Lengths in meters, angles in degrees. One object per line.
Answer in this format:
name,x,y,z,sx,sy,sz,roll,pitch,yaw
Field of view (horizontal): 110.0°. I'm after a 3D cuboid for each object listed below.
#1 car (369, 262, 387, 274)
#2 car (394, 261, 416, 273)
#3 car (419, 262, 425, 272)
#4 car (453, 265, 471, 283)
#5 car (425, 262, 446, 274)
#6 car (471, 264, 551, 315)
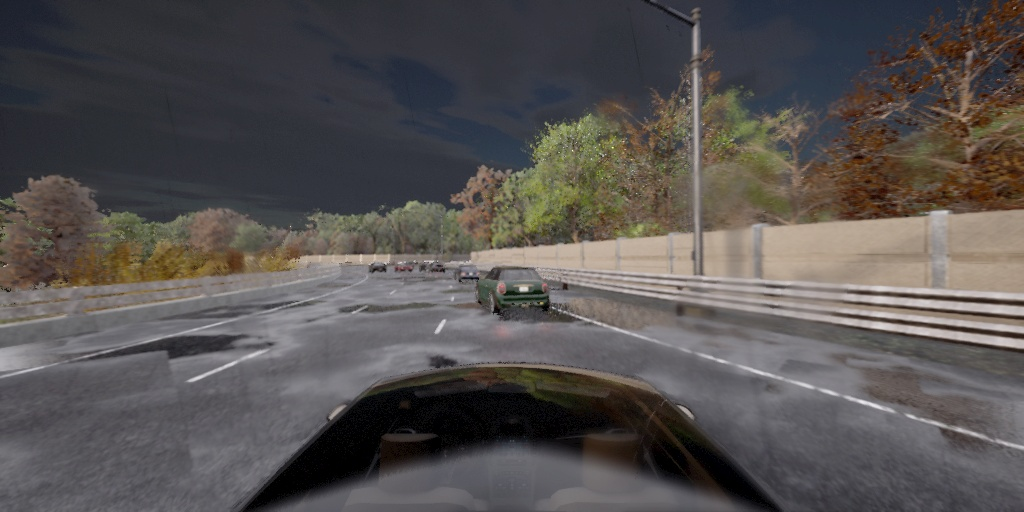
car,-18.877,1.632,50.391,1.882,1.535,5.008,0,0,-29
car,-15.798,1.740,52.054,1.895,1.301,4.718,0,0,-29
car,-12.326,1.617,53.180,2.128,1.511,4.902,0,-1,-30
car,-3.924,1.484,30.853,2.033,1.411,5.357,0,0,-16
car,-10.173,1.565,48.266,1.837,1.490,4.892,0,0,-20
car,-0.127,1.170,14.366,2.097,1.767,4.553,0,0,-15
